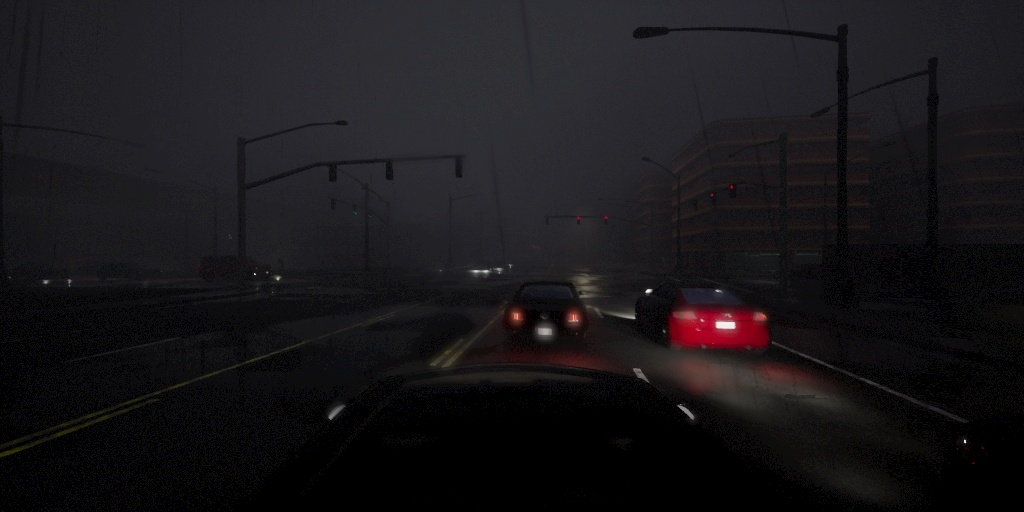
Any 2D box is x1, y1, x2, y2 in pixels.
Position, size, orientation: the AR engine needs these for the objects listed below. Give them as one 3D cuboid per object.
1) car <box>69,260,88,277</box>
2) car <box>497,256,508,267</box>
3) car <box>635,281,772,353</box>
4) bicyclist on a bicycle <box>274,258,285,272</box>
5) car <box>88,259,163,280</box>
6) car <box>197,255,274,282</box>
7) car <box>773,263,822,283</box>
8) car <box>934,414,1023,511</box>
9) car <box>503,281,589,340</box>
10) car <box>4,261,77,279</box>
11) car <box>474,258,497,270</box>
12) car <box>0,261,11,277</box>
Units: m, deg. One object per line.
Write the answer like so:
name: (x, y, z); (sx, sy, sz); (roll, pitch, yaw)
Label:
car: (-39.740, 1.297, 35.036); (5.357, 1.411, 2.033); (0, 0, 9)
car: (-2.398, 1.064, 58.619); (1.895, 1.301, 4.718); (0, 1, 8)
car: (4.421, 1.314, 8.959); (1.994, 1.385, 4.181); (0, 0, 7)
bicyclist on a bicycle: (-26.326, 1.053, 40.697); (0.582, 1.620, 1.656); (0, 0, 7)
car: (-32.377, 1.228, 30.372); (5.008, 1.535, 1.882); (0, 0, 7)
car: (-22.449, 0.971, 29.178); (5.566, 2.045, 2.150); (0, 0, 7)
car: (22.828, 1.275, 27.575); (4.674, 1.442, 1.812); (0, 0, 6)
car: (3.640, 1.242, 0.248); (2.128, 1.511, 4.902); (0, 0, 1)
car: (1.019, 1.351, 9.967); (1.895, 1.301, 4.718); (0, 0, 8)
car: (-41.781, 1.351, 31.718); (4.718, 1.301, 1.895); (0, 0, 12)
car: (-3.767, 1.176, 48.768); (1.994, 1.385, 4.181); (0, 1, 8)
car: (-51.086, 1.276, 35.416); (4.674, 1.442, 1.812); (0, 0, 35)
